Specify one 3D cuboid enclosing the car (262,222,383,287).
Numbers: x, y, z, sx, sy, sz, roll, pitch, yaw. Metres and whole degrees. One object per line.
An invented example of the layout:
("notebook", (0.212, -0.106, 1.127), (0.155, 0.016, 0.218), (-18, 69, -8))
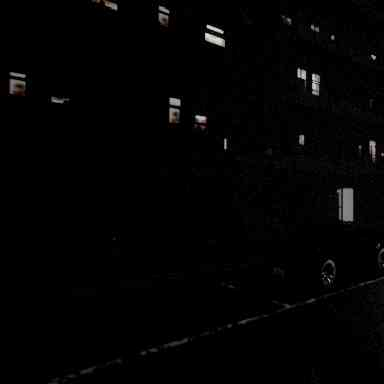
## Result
("car", (3.884, 1.566, 9.357), (4.313, 1.339, 1.947), (0, 0, -36))
